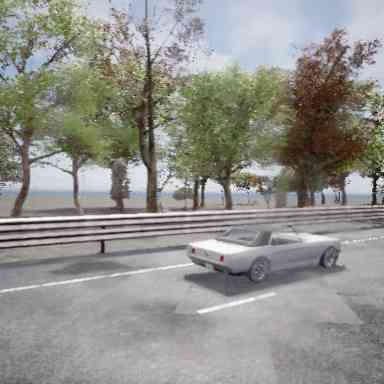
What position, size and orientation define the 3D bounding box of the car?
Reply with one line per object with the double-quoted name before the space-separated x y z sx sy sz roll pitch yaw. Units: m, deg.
"car" 2.285 1.608 9.641 4.718 1.301 1.895 0 0 -34
